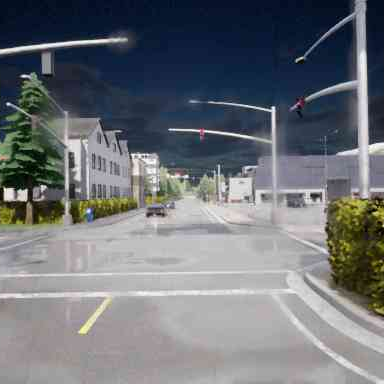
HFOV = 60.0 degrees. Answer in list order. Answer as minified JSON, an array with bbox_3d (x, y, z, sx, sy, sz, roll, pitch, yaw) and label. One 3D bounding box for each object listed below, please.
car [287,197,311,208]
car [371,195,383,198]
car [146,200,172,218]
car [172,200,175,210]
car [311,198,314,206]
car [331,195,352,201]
[{"bbox_3d":[15.429,1.629,49.148,2.007,1.523,4.514,-1,-1,0],"label":"car"},{"bbox_3d":[19.120,1.183,31.280,1.905,1.878,3.866,-1,-1,0],"label":"car"},{"bbox_3d":[-3.598,1.844,34.586,2.033,1.411,5.357,-1,-1,0],"label":"car"},{"bbox_3d":[-3.571,1.935,50.300,2.128,1.511,4.902,-1,0,0],"label":"car"},{"bbox_3d":[19.075,1.573,56.206,1.970,1.475,3.806,-1,-1,0],"label":"car"},{"bbox_3d":[25.489,1.398,56.545,2.152,1.636,5.027,-1,-1,0],"label":"car"}]
